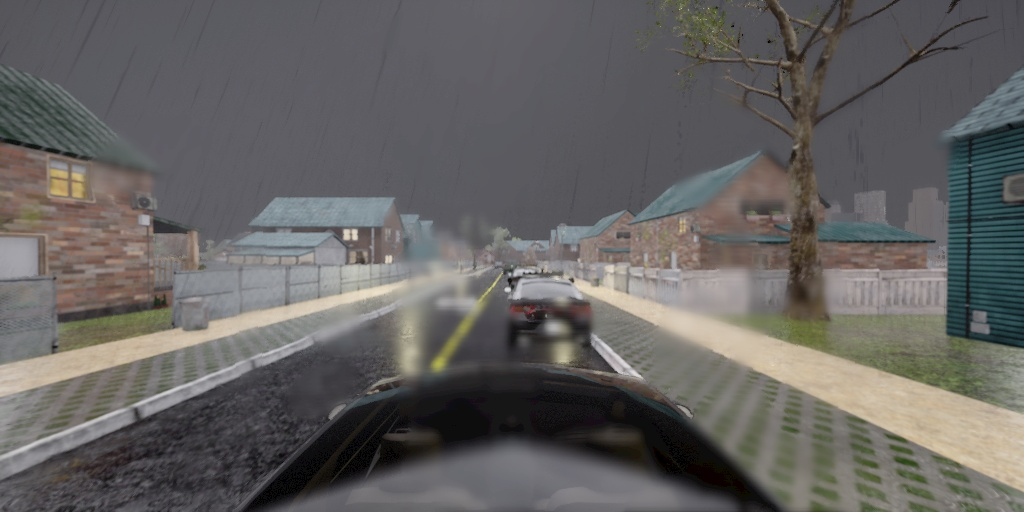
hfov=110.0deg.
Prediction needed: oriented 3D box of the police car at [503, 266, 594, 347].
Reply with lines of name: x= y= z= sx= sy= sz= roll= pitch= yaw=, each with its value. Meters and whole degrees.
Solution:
police car: x=0.823 y=1.234 z=9.684 sx=1.930 sy=1.638 sz=5.238 roll=0 pitch=0 yaw=0

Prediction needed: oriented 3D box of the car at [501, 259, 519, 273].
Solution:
car: x=0.008 y=1.358 z=46.332 sx=2.150 sy=2.045 sz=5.566 roll=0 pitch=-1 yaw=0

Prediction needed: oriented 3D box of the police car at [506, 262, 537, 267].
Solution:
police car: x=0.820 y=1.315 z=19.686 sx=1.930 sy=1.638 sz=5.238 roll=0 pitch=0 yaw=0
